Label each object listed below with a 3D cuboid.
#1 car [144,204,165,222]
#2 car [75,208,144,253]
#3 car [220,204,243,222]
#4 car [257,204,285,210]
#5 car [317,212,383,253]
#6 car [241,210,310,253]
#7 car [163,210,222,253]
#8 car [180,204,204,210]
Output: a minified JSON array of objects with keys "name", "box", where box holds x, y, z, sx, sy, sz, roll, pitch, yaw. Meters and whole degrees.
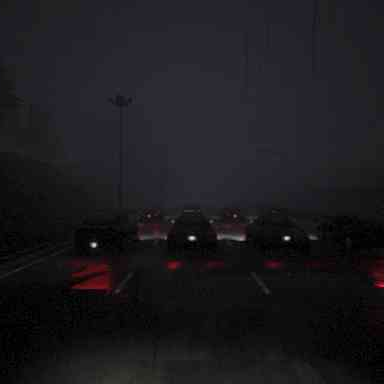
[{"name":"car","box":[-3.488,1.802,29.383,1.812,1.442,4.674,0,0,0]},{"name":"car","box":[-3.493,1.642,14.304,1.837,1.490,4.892,0,0,0]},{"name":"car","box":[3.512,1.802,29.381,1.812,1.442,4.674,0,0,0]},{"name":"car","box":[7.011,1.783,29.309,1.837,1.490,4.892,0,0,0]},{"name":"car","box":[7.007,1.642,14.303,1.837,1.490,4.892,0,0,0]},{"name":"car","box":[3.507,1.699,14.284,1.994,1.385,4.181,0,0,0]},{"name":"car","box":[0.007,1.699,14.320,1.994,1.385,4.181,0,0,0]},{"name":"car","box":[0.011,1.768,29.300,2.128,1.511,4.902,0,0,0]}]
